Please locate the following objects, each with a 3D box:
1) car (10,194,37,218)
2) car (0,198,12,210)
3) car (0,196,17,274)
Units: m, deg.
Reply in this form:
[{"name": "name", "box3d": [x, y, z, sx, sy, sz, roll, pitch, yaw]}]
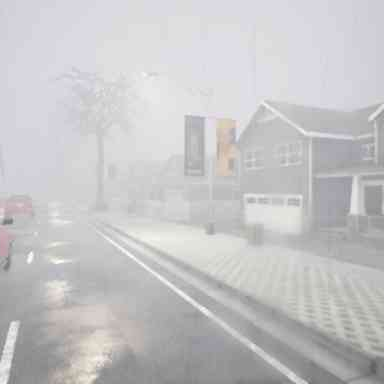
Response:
[{"name": "car", "box3d": [-15.281, 1.235, 29.801, 2.150, 2.045, 5.566, 0, 0, -24]}, {"name": "car", "box3d": [-25.743, 1.530, 45.321, 1.837, 1.490, 4.892, 0, 0, -24]}, {"name": "car", "box3d": [-5.542, 1.221, 7.645, 2.150, 2.045, 5.566, 0, 0, -24]}]
